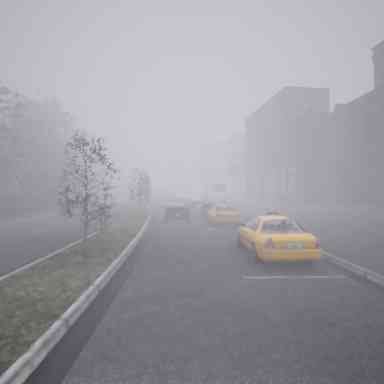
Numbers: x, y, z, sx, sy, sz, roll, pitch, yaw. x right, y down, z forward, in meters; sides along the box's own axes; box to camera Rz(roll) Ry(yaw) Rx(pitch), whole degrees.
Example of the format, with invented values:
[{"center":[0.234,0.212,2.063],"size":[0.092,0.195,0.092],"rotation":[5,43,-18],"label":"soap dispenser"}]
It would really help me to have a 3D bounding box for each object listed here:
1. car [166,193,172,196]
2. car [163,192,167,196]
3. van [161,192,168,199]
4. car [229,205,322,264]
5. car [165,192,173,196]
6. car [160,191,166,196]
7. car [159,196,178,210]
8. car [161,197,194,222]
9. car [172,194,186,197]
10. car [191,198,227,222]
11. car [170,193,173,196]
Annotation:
[{"center":[-2.992,1.372,61.253],"size":[2.163,1.488,4.792],"rotation":[0,0,-8],"label":"car"},{"center":[-4.604,1.315,72.231],"size":[2.163,1.488,4.792],"rotation":[0,0,-8],"label":"car"},{"center":[-7.837,0.909,94.265],"size":[1.878,1.987,4.442],"rotation":[0,0,-8],"label":"van"},{"center":[2.786,1.467,11.839],"size":[1.946,1.575,5.366],"rotation":[0,0,-2],"label":"car"},{"center":[-3.792,1.355,66.711],"size":[2.002,1.452,4.674],"rotation":[0,0,-8],"label":"car"},{"center":[-5.407,1.001,77.715],"size":[2.435,2.045,5.566],"rotation":[0,0,-8],"label":"car"},{"center":[-3.283,1.526,42.764],"size":[1.895,1.301,4.718],"rotation":[0,0,-8],"label":"car"},{"center":[-1.212,1.445,25.716],"size":[1.882,1.535,5.008],"rotation":[0,0,-5],"label":"car"},{"center":[-1.375,1.390,50.244],"size":[2.231,1.521,4.892],"rotation":[0,0,-8],"label":"car"},{"center":[1.428,1.476,29.846],"size":[2.163,1.488,4.792],"rotation":[0,0,-5],"label":"car"},{"center":[-2.182,1.407,55.736],"size":[2.002,1.452,4.674],"rotation":[0,0,-8],"label":"car"}]
